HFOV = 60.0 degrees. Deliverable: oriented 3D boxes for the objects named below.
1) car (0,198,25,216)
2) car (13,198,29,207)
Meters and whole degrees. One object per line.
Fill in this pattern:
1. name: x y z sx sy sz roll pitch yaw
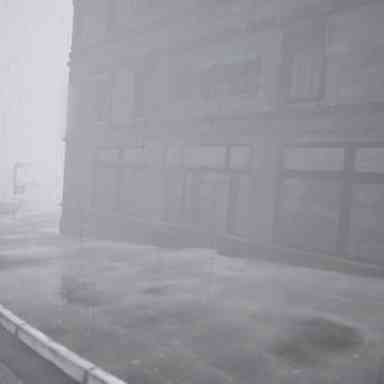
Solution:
1. car: -20.258 1.768 36.198 1.994 1.385 4.181 4 -1 -10
2. car: -25.957 1.581 49.303 2.033 1.411 5.357 4 -1 -7
